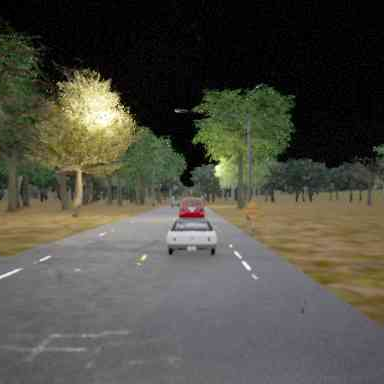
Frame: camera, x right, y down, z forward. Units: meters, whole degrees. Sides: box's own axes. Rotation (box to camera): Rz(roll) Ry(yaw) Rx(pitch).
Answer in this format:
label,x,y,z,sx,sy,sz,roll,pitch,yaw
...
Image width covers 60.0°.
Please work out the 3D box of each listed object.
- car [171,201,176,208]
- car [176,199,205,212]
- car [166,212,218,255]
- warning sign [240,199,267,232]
label,x,y,z,sx,sy,sz,roll,pitch,yaw
car,-3.526,2.663,71.803,1.837,1.490,4.892,0,-1,0
car,-0.009,1.596,29.043,2.150,2.045,5.566,0,-1,0
car,-0.003,1.759,14.128,1.895,1.301,4.718,0,-1,0
warning sign,3.529,1.342,19.216,1.300,1.860,1.060,-1,-2,0
